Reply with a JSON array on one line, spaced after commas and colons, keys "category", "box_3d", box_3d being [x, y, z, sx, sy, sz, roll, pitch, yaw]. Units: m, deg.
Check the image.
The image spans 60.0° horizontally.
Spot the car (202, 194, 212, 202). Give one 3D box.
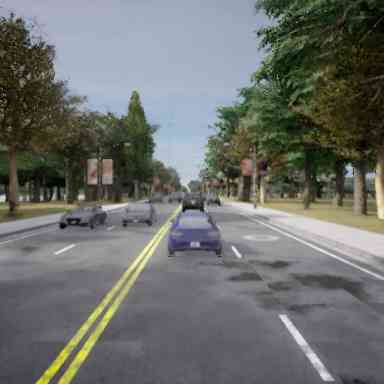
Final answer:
[{"category": "car", "box_3d": [3.259, 1.224, 72.897, 2.097, 1.767, 4.553, 0, 0, 0]}]

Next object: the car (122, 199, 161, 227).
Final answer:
[{"category": "car", "box_3d": [-3.346, 1.444, 22.048, 1.812, 1.442, 4.674, 0, 0, 0]}]

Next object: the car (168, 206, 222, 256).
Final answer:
[{"category": "car", "box_3d": [0.101, 1.475, 12.731, 1.812, 1.442, 4.674, 0, 0, 0]}]

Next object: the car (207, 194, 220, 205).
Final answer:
[{"category": "car", "box_3d": [3.356, 1.219, 53.532, 2.097, 1.767, 4.553, 0, 0, 0]}]

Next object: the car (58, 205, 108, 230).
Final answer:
[{"category": "car", "box_3d": [-6.594, 1.487, 20.532, 1.994, 1.385, 4.181, 0, 0, 0]}]

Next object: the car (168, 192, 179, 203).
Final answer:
[{"category": "car", "box_3d": [-3.259, 1.088, 63.197, 2.150, 2.045, 5.566, 0, 0, 1]}]

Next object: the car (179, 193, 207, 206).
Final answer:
[{"category": "car", "box_3d": [0.093, 1.111, 33.866, 2.150, 2.045, 5.566, 0, 0, 0]}]

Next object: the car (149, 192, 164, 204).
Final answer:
[{"category": "car", "box_3d": [-6.518, 1.092, 61.596, 2.150, 2.045, 5.566, 0, 0, 1]}]
